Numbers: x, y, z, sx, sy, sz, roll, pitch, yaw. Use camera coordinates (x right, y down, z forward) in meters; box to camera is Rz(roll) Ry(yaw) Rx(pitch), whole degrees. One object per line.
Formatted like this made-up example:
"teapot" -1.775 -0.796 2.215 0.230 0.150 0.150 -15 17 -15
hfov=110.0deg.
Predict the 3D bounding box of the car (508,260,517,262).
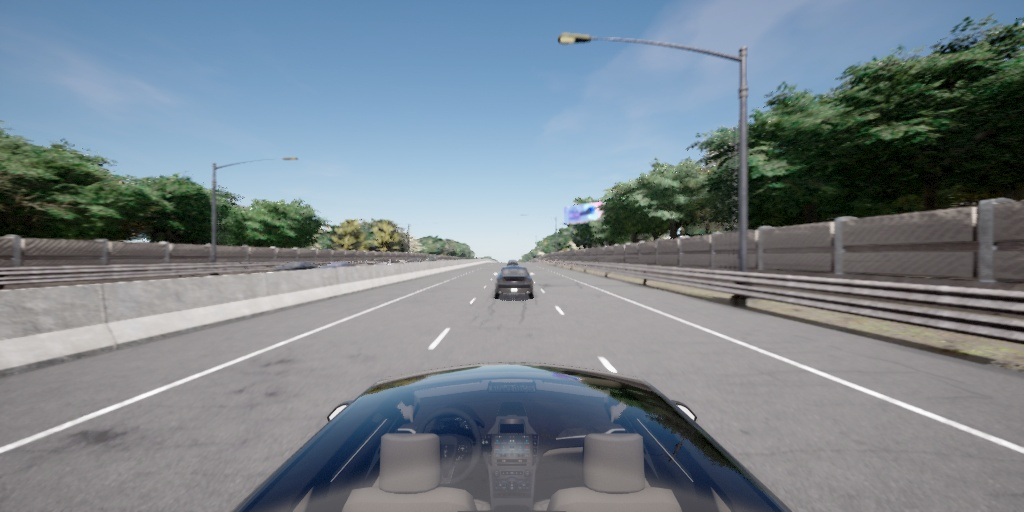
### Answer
"car" 0.090 1.340 55.288 1.837 1.490 4.892 0 0 0

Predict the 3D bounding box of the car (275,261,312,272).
"car" -21.084 1.256 35.264 1.882 1.535 5.008 0 0 0

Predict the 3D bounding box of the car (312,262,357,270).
"car" -17.581 1.328 36.404 2.033 1.411 5.357 0 0 0

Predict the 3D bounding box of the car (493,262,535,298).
"car" 0.098 1.260 18.440 1.837 1.490 4.892 0 0 0

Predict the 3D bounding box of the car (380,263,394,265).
"car" -14.076 1.389 39.788 1.895 1.301 4.718 0 0 0
